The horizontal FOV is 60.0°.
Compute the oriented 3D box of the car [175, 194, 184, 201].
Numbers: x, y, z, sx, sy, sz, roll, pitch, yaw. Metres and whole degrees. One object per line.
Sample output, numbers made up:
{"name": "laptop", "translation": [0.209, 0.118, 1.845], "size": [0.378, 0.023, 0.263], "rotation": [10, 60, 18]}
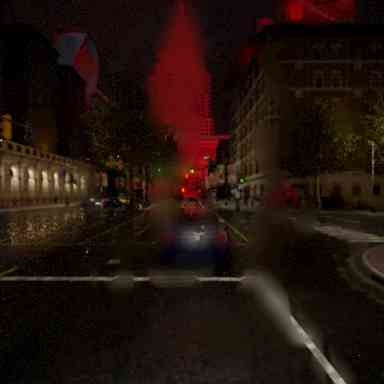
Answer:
{"name": "car", "translation": [-3.473, 1.435, 88.751], "size": [2.150, 2.045, 5.566], "rotation": [0, 0, 0]}

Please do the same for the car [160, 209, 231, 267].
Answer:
{"name": "car", "translation": [0.100, 1.379, 11.633], "size": [2.097, 1.767, 4.553], "rotation": [0, 0, 0]}

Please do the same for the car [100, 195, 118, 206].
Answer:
{"name": "car", "translation": [-14.981, 1.494, 60.418], "size": [2.097, 1.767, 4.553], "rotation": [0, 0, 0]}

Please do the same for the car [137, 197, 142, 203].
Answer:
{"name": "car", "translation": [-11.479, 1.716, 68.166], "size": [1.994, 1.385, 4.181], "rotation": [0, 0, 0]}

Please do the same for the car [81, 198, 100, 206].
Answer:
{"name": "car", "translation": [-18.231, 1.735, 59.800], "size": [1.895, 1.301, 4.718], "rotation": [0, 0, 0]}

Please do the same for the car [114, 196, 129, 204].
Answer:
{"name": "car", "translation": [-14.978, 1.692, 70.819], "size": [2.128, 1.511, 4.902], "rotation": [0, 0, 0]}

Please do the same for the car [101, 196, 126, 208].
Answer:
{"name": "car", "translation": [-11.567, 1.641, 49.145], "size": [1.812, 1.442, 4.674], "rotation": [0, 0, 0]}

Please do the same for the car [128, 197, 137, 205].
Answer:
{"name": "car", "translation": [-11.511, 1.615, 58.293], "size": [1.882, 1.535, 5.008], "rotation": [0, 0, 1]}

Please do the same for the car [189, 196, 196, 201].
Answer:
{"name": "car", "translation": [0.027, 1.749, 88.512], "size": [2.033, 1.411, 5.357], "rotation": [0, 0, 0]}

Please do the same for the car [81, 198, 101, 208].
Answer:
{"name": "car", "translation": [-15.061, 1.666, 50.308], "size": [2.033, 1.411, 5.357], "rotation": [0, 0, 0]}
